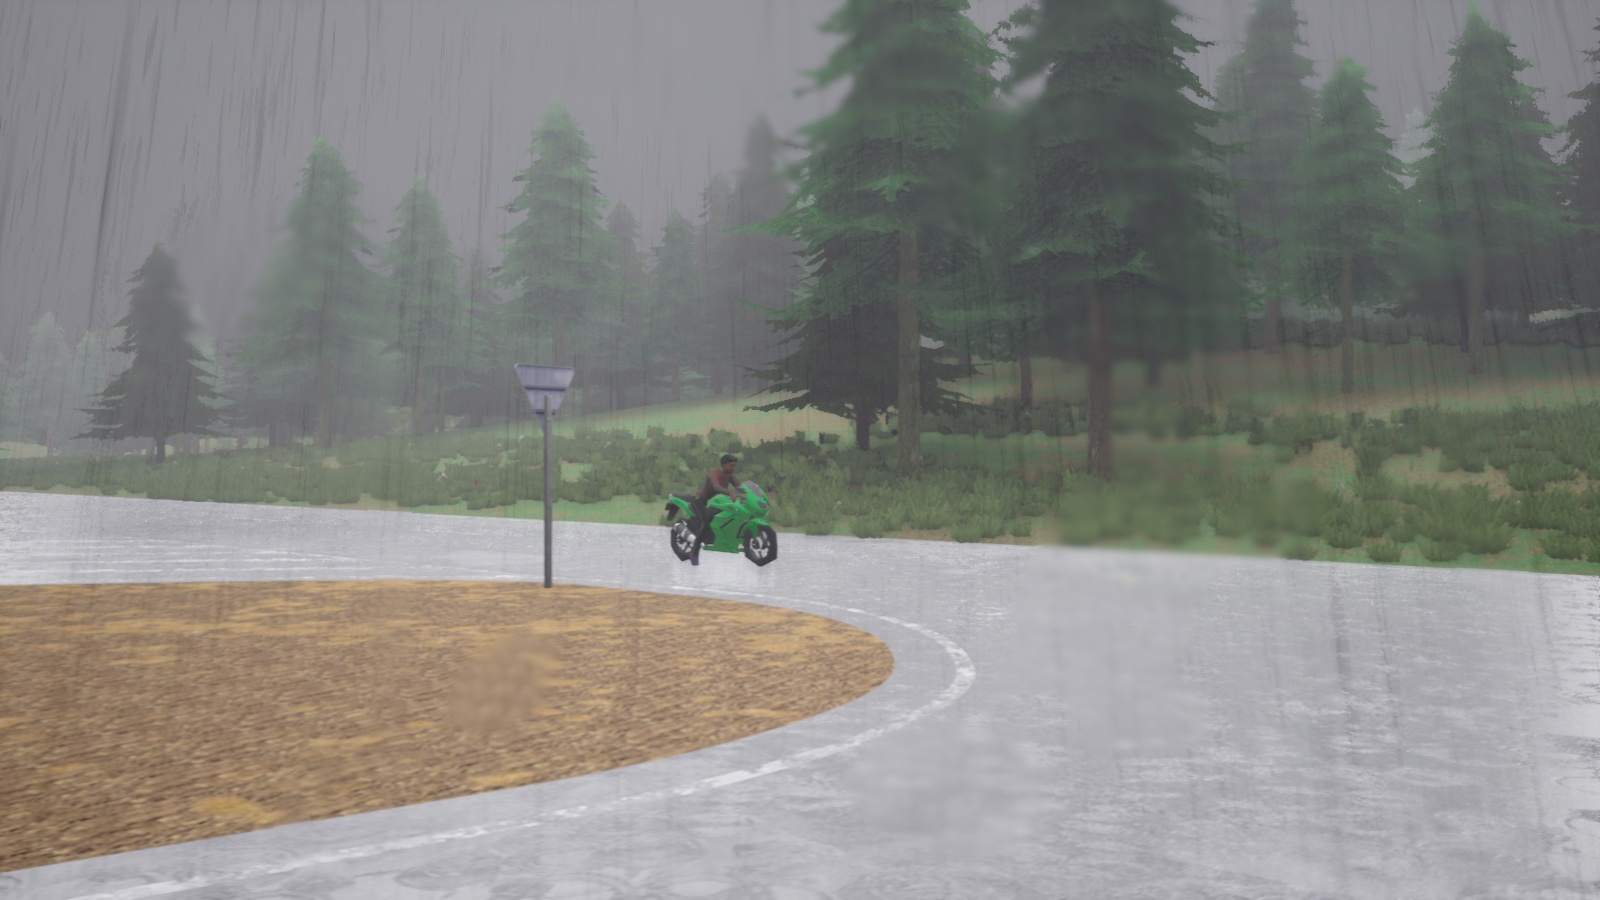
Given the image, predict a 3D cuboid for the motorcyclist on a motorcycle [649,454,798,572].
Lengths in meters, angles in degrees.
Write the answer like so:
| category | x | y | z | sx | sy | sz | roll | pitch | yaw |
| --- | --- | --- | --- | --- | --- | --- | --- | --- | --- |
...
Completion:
| category | x | y | z | sx | sy | sz | roll | pitch | yaw |
| --- | --- | --- | --- | --- | --- | --- | --- | --- | --- |
| motorcyclist on a motorcycle | -1.074 | 0.819 | 17.255 | 2.044 | 1.523 | 0.797 | 0 | 0 | 39 |
